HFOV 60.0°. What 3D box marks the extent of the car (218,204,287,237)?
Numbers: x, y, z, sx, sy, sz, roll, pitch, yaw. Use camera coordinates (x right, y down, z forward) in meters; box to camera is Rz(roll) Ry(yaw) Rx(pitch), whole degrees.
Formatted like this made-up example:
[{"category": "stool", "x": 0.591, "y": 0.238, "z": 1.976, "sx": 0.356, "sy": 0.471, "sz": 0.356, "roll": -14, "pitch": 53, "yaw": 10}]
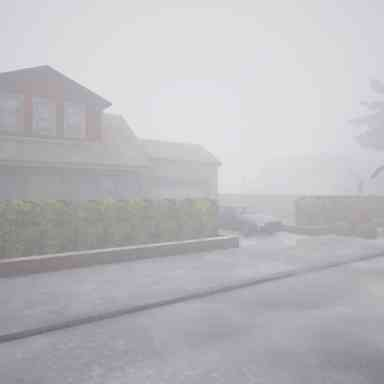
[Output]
[{"category": "car", "x": 2.260, "y": 1.356, "z": 16.995, "sx": 2.033, "sy": 1.415, "sz": 5.357, "roll": 0, "pitch": 0, "yaw": -33}]
